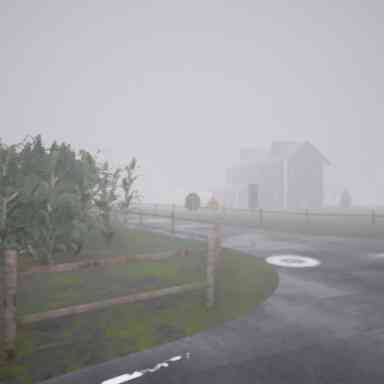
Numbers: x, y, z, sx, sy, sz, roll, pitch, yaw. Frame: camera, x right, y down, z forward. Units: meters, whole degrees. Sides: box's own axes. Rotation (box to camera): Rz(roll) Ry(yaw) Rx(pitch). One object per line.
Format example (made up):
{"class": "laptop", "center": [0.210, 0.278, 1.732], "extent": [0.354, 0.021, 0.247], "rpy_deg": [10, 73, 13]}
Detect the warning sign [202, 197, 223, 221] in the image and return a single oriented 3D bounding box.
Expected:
{"class": "warning sign", "center": [1.671, 1.340, 26.735], "extent": [1.300, 1.860, 1.060], "rpy_deg": [1, 0, -35]}
